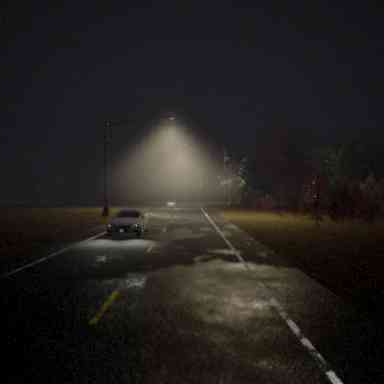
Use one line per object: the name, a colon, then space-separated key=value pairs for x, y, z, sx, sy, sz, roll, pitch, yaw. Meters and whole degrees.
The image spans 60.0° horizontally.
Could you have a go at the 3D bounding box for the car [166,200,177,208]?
car: x=-3.632 y=2.147 z=60.566 sx=1.812 sy=1.442 sz=4.674 roll=0 pitch=-1 yaw=0

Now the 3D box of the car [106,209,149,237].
car: x=-3.632 y=1.738 z=19.434 sx=1.812 sy=1.442 sz=4.674 roll=0 pitch=-1 yaw=0
